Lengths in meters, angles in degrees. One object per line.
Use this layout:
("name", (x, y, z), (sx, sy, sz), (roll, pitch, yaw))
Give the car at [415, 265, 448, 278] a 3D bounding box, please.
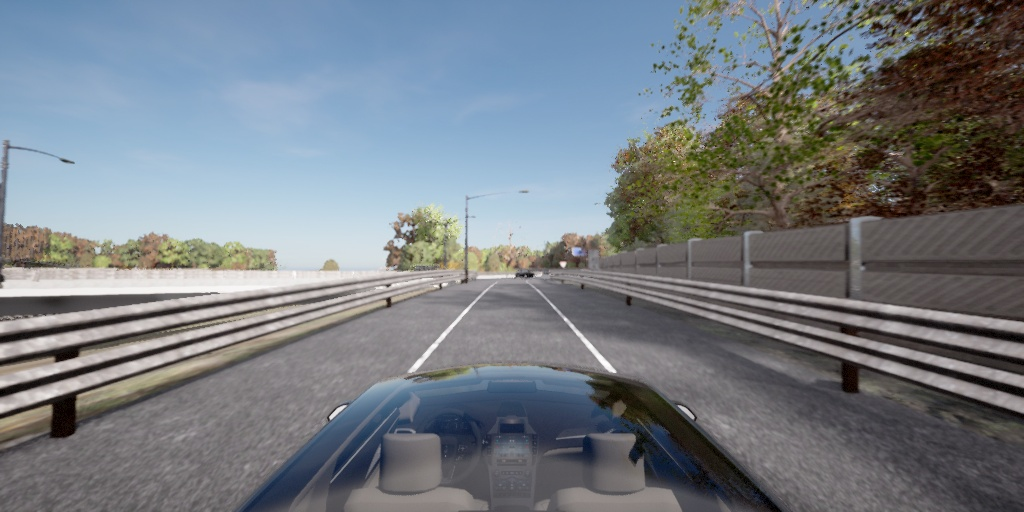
("car", (-10.722, 2.348, 49.211), (2.150, 2.045, 5.566), (-2, -4, 44))
